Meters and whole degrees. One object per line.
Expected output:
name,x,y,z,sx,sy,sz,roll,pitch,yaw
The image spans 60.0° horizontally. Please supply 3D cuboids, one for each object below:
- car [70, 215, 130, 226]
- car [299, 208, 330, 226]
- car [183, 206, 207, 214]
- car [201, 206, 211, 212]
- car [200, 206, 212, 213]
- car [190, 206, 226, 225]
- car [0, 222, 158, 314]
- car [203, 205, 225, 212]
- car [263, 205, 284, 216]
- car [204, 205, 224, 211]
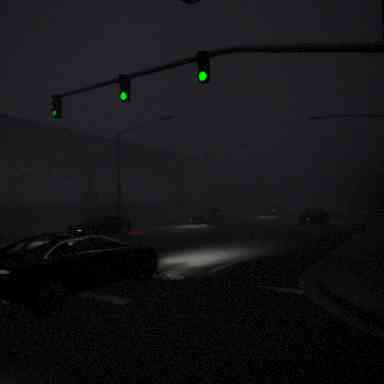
car,-6.256,2.339,22.650,1.837,1.490,4.892,-3,-2,33
car,11.087,2.200,30.058,1.882,1.535,5.008,-3,-3,33
car,0.670,3.904,72.415,4.974,1.542,2.038,-1,-2,-14
car,3.143,3.831,76.356,1.853,1.218,4.536,-1,-2,-4
car,3.150,3.986,76.299,2.038,1.542,4.974,-1,-2,-4
car,1.731,2.449,35.094,2.097,1.767,4.553,-3,-2,33
car,-2.837,1.747,8.363,2.128,1.511,4.902,-2,-2,33
car,5.384,4.112,81.240,4.974,1.542,2.038,0,-2,-29
car,12.663,2.815,51.945,2.097,1.767,4.553,-3,-2,33
car,5.335,3.955,81.221,4.536,1.218,1.853,0,-2,-29
